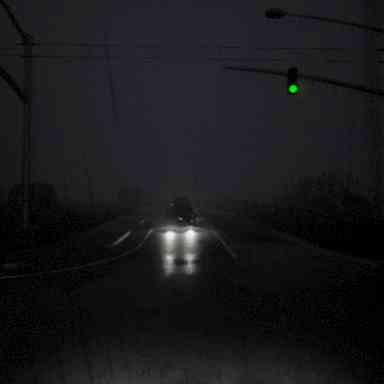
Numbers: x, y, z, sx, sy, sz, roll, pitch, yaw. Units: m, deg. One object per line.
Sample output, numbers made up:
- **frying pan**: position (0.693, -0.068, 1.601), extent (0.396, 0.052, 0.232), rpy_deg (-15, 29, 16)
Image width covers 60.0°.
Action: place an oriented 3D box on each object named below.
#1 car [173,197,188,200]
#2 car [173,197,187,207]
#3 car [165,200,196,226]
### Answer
- **car**: position (-1.131, 1.275, 32.208), extent (2.097, 1.767, 4.553), rpy_deg (1, 0, -2)
- **car**: position (-1.763, 1.501, 49.968), extent (1.895, 1.301, 4.718), rpy_deg (1, 0, -2)
- **car**: position (-0.787, 1.500, 22.869), extent (1.994, 1.385, 4.181), rpy_deg (1, 0, -2)
